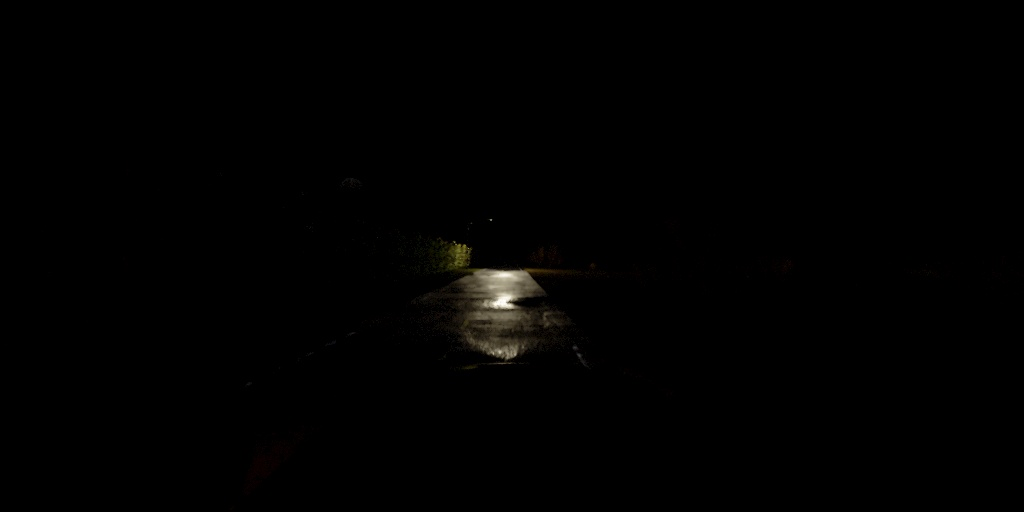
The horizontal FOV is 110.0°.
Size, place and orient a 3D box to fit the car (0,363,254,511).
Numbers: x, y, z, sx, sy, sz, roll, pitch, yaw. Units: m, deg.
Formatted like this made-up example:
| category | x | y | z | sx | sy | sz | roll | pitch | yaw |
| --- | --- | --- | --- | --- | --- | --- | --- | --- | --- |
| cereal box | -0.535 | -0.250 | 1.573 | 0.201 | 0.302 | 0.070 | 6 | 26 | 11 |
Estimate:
| category | x | y | z | sx | sy | sz | roll | pitch | yaw |
| --- | --- | --- | --- | --- | --- | --- | --- | --- | --- |
| car | -2.847 | 1.228 | 0.544 | 1.882 | 1.535 | 5.008 | 0 | 0 | 0 |
